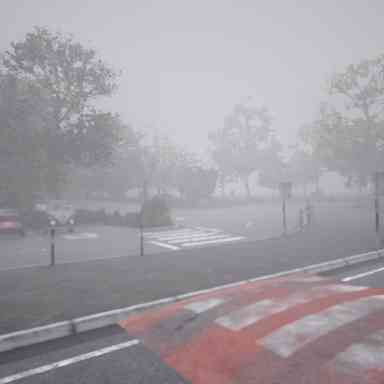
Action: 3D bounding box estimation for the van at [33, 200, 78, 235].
[{"bbox_3d":[-8.509,1.471,20.534,1.878,1.987,4.442,1,0,-36],"label":"van"}]

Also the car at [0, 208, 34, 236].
[{"bbox_3d":[-10.852,1.704,19.038,2.163,1.488,4.792,1,0,-36],"label":"car"}]
